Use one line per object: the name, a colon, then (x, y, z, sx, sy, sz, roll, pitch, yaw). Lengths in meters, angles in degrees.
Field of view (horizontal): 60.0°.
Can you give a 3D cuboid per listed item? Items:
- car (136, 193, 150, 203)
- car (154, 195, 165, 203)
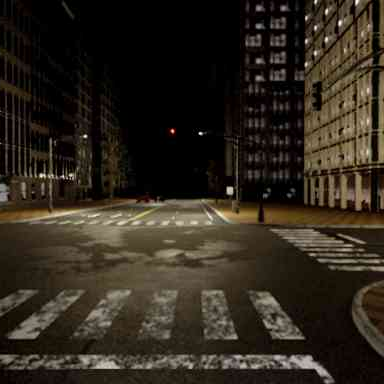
car: (-9.752, 1.152, 66.079, 2.150, 2.045, 5.566, 0, 0, 0)
car: (-6.502, 1.433, 66.109, 2.128, 1.511, 4.902, 0, 0, 0)
